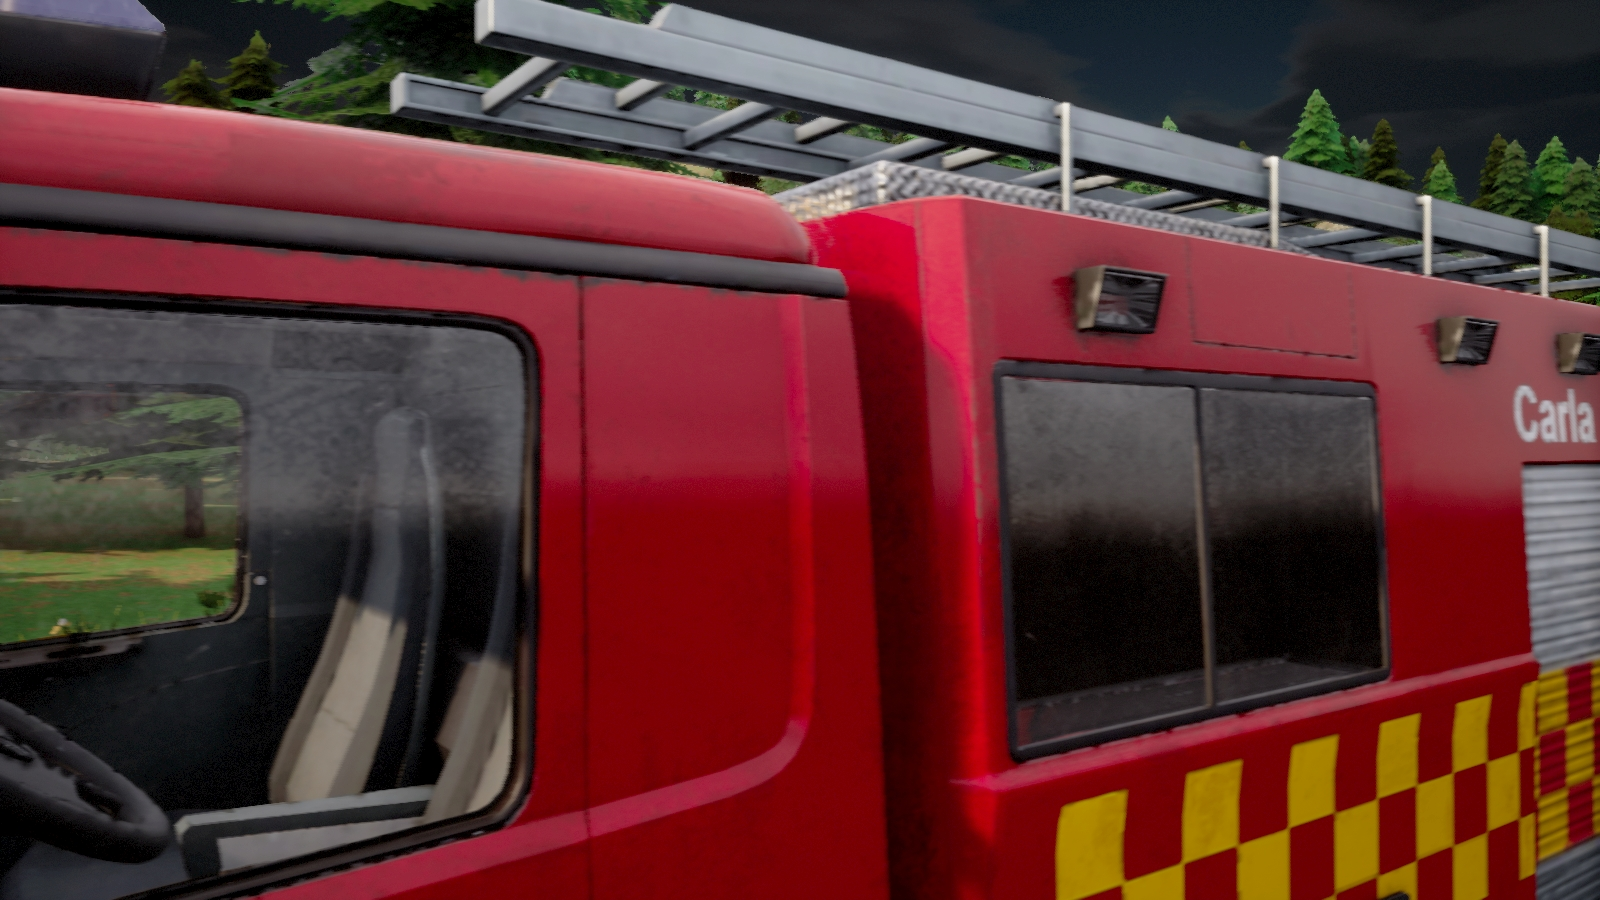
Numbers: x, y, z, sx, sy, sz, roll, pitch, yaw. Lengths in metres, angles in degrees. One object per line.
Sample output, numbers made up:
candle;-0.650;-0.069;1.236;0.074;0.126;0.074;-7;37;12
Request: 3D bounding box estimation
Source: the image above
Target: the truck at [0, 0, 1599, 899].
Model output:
truck;0.616;0.750;4.220;8.468;3.827;2.891;0;0;-35
